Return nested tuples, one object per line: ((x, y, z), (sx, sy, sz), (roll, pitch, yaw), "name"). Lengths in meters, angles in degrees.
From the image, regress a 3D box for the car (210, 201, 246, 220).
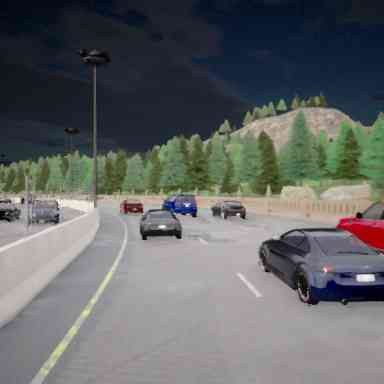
((2.976, 1.495, 28.165), (1.837, 1.490, 4.892), (0, 0, -15), "car")

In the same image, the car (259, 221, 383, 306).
((3.044, 1.553, 8.120), (1.994, 1.385, 4.181), (0, 0, -4), "car")

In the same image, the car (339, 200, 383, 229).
((6.446, 1.197, 9.833), (2.150, 2.045, 5.566), (0, 0, -6), "car")

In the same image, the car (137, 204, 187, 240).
((-1.702, 1.571, 17.310), (1.994, 1.385, 4.181), (0, 0, -10), "car")

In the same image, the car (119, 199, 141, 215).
((-6.349, 1.504, 34.399), (1.882, 1.535, 5.008), (0, 0, -20), "car")

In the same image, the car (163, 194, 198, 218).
((-1.172, 1.228, 30.077), (2.150, 2.045, 5.566), (0, 0, -17), "car")
